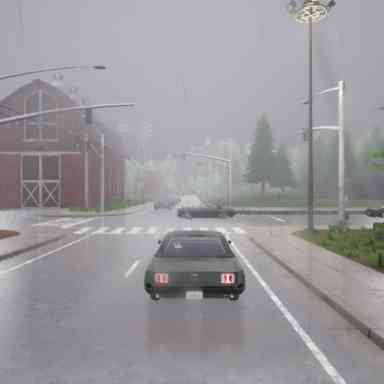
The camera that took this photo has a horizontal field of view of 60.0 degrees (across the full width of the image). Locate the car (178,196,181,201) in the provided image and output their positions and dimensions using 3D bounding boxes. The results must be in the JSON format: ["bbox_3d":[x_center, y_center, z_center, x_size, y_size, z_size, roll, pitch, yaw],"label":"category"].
[{"bbox_3d":[-3.563,1.505,62.206,1.837,1.490,4.892,0,0,0],"label":"car"}]

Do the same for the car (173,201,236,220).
[{"bbox_3d":[1.078,1.589,26.838,4.718,1.301,1.895,0,0,-1],"label":"car"}]

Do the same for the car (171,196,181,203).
[{"bbox_3d":[-3.501,1.590,72.514,1.895,1.301,4.718,0,0,0],"label":"car"}]

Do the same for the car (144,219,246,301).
[{"bbox_3d":[0.066,1.601,8.300,1.895,1.301,4.718,0,0,0],"label":"car"}]

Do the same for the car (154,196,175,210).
[{"bbox_3d":[-3.599,1.564,42.112,1.994,1.385,4.181,0,0,0],"label":"car"}]

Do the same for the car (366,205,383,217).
[{"bbox_3d":[16.846,1.451,27.119,5.008,1.535,1.882,0,0,-1],"label":"car"}]

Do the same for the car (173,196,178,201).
[{"bbox_3d":[-3.593,1.505,52.134,1.837,1.490,4.892,0,0,0],"label":"car"}]
